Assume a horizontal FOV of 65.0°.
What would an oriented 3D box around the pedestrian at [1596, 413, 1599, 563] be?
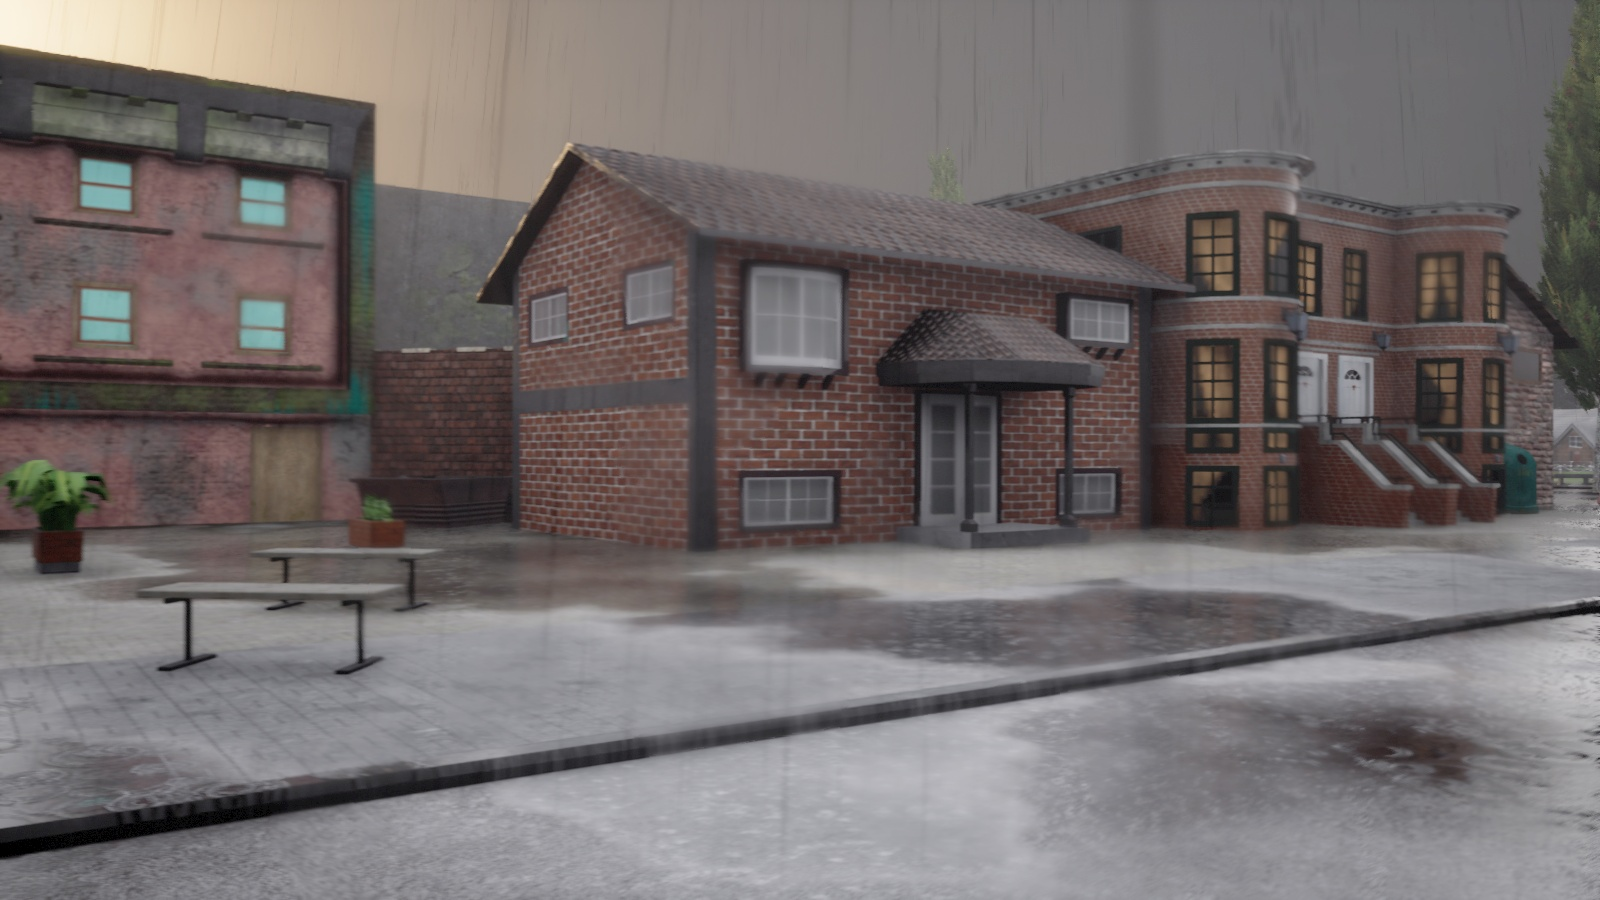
[{"bbox_3d":[10.180,0.466,15.490,0.706,1.836,0.354,0,0,-34],"label":"pedestrian"}]
